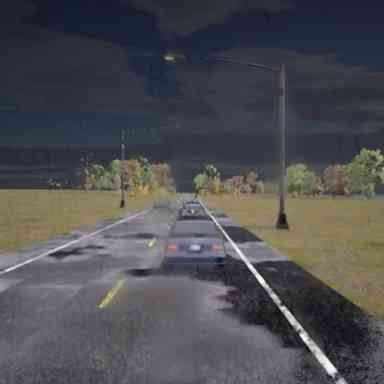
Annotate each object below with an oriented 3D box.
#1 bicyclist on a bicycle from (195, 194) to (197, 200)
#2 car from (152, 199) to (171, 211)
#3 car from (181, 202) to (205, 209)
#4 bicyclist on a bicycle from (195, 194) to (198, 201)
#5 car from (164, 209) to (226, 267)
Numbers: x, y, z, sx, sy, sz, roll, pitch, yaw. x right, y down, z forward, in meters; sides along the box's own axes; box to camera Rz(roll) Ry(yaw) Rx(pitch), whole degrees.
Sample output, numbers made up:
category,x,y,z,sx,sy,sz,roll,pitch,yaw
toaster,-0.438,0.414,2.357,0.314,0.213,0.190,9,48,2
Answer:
category,x,y,z,sx,sy,sz,roll,pitch,yaw
bicyclist on a bicycle,0.966,1.295,85.309,0.582,1.620,1.656,0,0,0
car,-3.593,1.495,40.192,1.994,1.385,4.181,0,0,0
car,0.085,1.503,27.097,2.033,1.411,5.357,0,0,0
bicyclist on a bicycle,0.965,1.230,76.305,0.659,1.776,1.843,0,0,0
car,0.083,1.529,11.348,2.033,1.411,5.357,0,0,0
